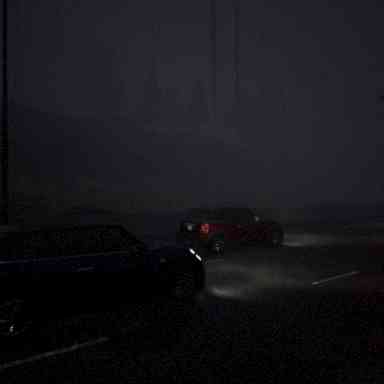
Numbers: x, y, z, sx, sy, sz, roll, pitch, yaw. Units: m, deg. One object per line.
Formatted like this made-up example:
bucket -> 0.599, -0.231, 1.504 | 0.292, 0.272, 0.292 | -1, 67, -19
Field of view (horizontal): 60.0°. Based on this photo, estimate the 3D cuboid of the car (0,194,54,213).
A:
car -> -14.482, 1.219, 28.055 | 5.566, 2.045, 2.150 | 0, 0, -35

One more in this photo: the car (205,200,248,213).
car -> 3.838, 1.580, 36.795 | 4.718, 1.301, 1.895 | 0, 0, -35

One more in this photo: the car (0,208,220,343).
car -> -1.908, 1.350, 6.684 | 4.553, 1.767, 2.097 | 0, 0, -36

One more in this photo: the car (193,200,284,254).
car -> 1.654, 1.344, 13.523 | 4.553, 1.767, 2.097 | 0, 0, -35

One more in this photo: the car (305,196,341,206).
car -> 16.225, 1.517, 41.145 | 5.357, 1.411, 2.033 | 0, 0, -34

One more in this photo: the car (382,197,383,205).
car -> 35.424, 1.549, 58.363 | 4.674, 1.442, 1.812 | 0, 0, -35

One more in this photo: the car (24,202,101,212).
car -> -7.034, 1.542, 20.471 | 5.357, 1.411, 2.033 | 0, 0, -35
